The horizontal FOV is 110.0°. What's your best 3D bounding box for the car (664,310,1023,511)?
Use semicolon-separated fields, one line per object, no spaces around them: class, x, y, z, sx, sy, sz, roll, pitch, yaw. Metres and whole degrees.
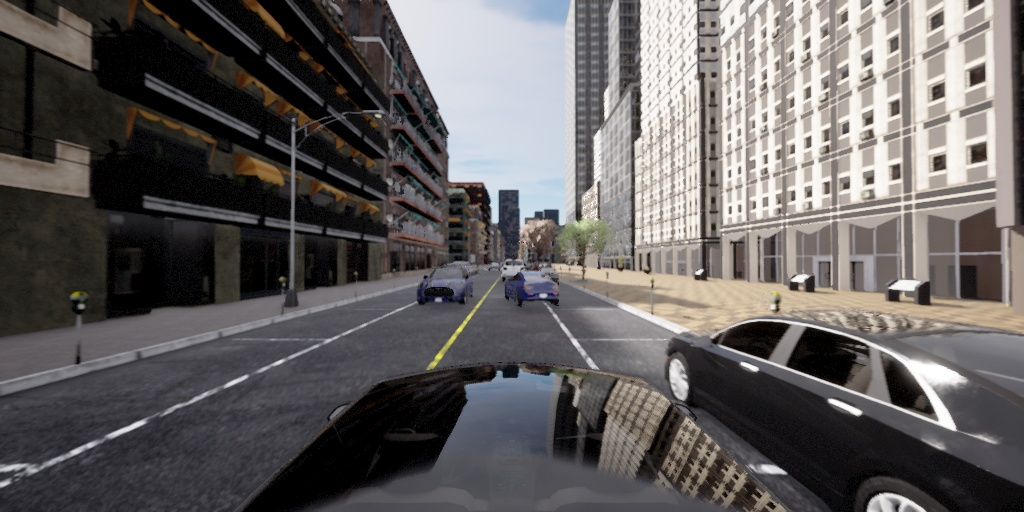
car;3.147;1.273;3.400;1.837;1.490;4.892;0;-1;0

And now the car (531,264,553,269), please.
car;2.752;1.602;28.314;2.007;1.370;4.403;0;0;0

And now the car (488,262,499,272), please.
car;-2.866;1.747;59.069;1.812;1.442;4.674;0;-1;0

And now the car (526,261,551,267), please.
car;2.765;1.430;33.837;2.192;1.841;5.009;0;0;0

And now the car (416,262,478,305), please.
car;-3.067;1.276;17.246;2.097;1.767;4.553;0;-1;0

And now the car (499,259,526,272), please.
car;0.169;1.359;35.573;2.150;2.045;5.566;0;0;0

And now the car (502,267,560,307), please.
car;0.837;1.444;16.654;1.812;1.442;4.674;0;-1;-11
